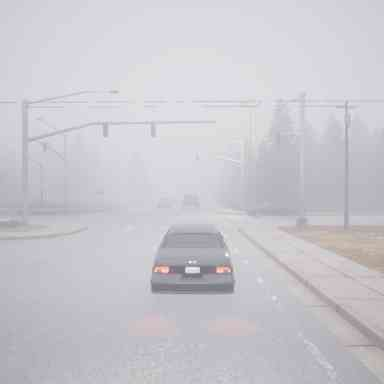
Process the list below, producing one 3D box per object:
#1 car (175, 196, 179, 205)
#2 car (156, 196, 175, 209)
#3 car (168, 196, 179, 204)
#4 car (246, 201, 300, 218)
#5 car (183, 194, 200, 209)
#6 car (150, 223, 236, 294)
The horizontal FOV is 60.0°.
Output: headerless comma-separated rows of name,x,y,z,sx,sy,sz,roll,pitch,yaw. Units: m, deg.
car,-3.695,1.491,54.695,2.128,1.511,4.902,0,0,0
car,-3.698,1.505,45.044,1.837,1.490,4.892,0,0,0
car,-3.597,1.505,64.573,1.837,1.490,4.892,0,0,1
car,7.188,1.552,29.707,4.674,1.442,1.812,0,0,1
car,-0.118,1.221,46.126,2.150,2.045,5.566,0,0,1
car,0.030,1.545,8.919,2.033,1.411,5.357,0,0,0
